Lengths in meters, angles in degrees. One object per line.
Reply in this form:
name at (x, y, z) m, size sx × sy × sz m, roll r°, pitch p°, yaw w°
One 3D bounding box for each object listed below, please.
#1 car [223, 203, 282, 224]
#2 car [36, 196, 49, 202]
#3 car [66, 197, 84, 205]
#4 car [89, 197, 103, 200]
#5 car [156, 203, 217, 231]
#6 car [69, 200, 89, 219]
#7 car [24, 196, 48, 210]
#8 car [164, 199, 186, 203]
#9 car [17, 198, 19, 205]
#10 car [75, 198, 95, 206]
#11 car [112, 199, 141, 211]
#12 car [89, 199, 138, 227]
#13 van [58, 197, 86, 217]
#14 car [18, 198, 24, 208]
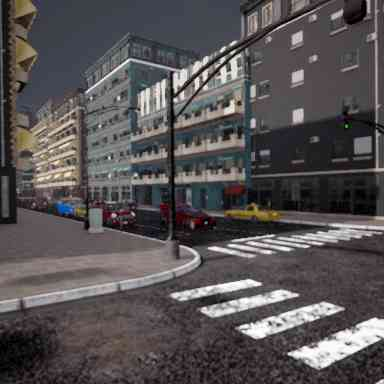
car at (4.309, 1.503, 24.566) m, size 1.752 × 1.417 × 4.829 m, roll -1°, pitch 1°, yaw -35°
car at (-37.342, 1.733, 83.021) m, size 1.887 × 1.381 × 4.507 m, roll -1°, pitch 1°, yaw -35°
car at (-21.284, 1.650, 60.485) m, size 2.008 × 1.369 × 4.403 m, roll -1°, pitch 1°, yaw -35°
car at (-14.863, 1.507, 51.469) m, size 1.967 × 1.590 × 4.097 m, roll -1°, pitch 1°, yaw -35°
car at (-0.330, 1.626, 21.100) m, size 1.994 × 1.385 × 4.181 m, roll -1°, pitch 1°, yaw -35°
car at (-8.741, 1.654, 28.441) m, size 1.752 × 1.417 × 4.829 m, roll -1°, pitch 1°, yaw -35°
car at (-21.688, 1.630, 46.607) m, size 1.967 × 1.590 × 4.097 m, roll -1°, pitch 1°, yaw -35°
car at (-2.017, 1.446, 33.441) m, size 1.967 × 1.590 × 4.097 m, roll -1°, pitch 1°, yaw -35°
car at (-31.320, 1.785, 60.130) m, size 1.887 × 1.381 × 4.507 m, roll -1°, pitch 1°, yaw -35°
car at (-18.073, 1.648, 55.977) m, size 1.947 × 1.339 × 4.313 m, roll -1°, pitch 1°, yaw -35°
car at (-8.438, 1.586, 42.456) m, size 2.008 × 1.369 × 4.403 m, roll -1°, pitch 1°, yaw -35°
car at (-5.630, 1.555, 24.073) m, size 1.967 × 1.590 × 4.097 m, roll -1°, pitch 1°, yaw -35°
van at (-12.054, 1.485, 33.085) m, size 1.690 × 1.788 × 3.998 m, roll -1°, pitch 1°, yaw -35°
car at (-24.897, 1.772, 51.115) m, size 1.947 × 1.339 × 4.313 m, roll -1°, pitch 1°, yaw -35°
